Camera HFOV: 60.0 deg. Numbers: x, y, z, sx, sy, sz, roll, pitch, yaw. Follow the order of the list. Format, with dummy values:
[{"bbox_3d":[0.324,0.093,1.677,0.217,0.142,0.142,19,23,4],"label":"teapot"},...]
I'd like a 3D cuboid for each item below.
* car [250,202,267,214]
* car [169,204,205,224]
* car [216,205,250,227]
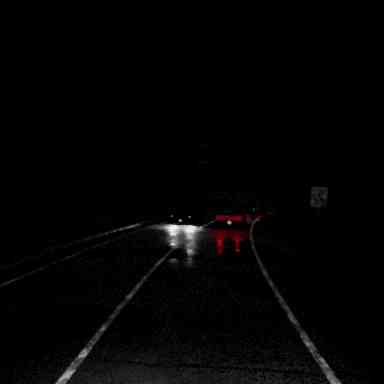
[{"bbox_3d":[8.018,1.939,41.059,1.812,1.442,4.674,2,0,20],"label":"car"},{"bbox_3d":[-0.222,1.653,25.973,2.033,1.411,5.357,1,0,13],"label":"car"},{"bbox_3d":[2.960,1.770,24.256,1.895,1.301,4.718,1,0,12],"label":"car"}]
